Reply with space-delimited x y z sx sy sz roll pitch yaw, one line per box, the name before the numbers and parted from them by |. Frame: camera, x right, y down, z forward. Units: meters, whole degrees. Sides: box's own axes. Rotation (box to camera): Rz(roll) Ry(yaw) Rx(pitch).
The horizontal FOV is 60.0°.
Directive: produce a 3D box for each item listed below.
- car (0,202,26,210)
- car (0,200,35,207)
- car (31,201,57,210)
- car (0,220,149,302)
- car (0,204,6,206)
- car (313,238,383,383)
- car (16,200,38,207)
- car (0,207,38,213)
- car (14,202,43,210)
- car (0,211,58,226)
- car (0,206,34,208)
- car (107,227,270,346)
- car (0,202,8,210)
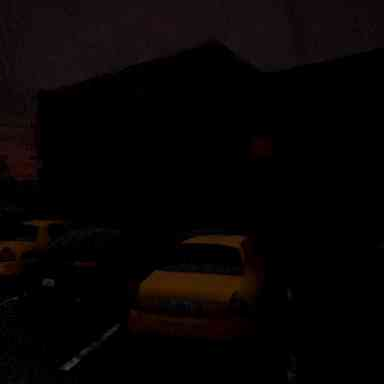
car | -34.310 2.608 62.664 5.366 1.575 1.946 0 -2 15
car | -24.380 2.291 44.579 5.366 1.575 1.946 2 -2 15
car | -30.290 2.691 68.206 4.553 1.767 2.185 0 -2 15
car | -1.885 1.486 8.288 2.097 1.535 5.008 0 -1 15
car | -11.524 1.487 15.173 2.231 1.521 4.892 1 -1 16
car | 2.928 1.516 4.823 2.163 1.488 4.792 1 -1 15
car | -22.792 2.145 47.106 5.566 2.045 2.435 1 -1 15
car | -6.712 1.486 11.732 2.097 1.535 5.008 1 -1 16
car | -32.167 2.743 65.403 4.792 1.488 2.163 0 -2 15
car | -4.255 1.485 10.190 1.946 1.575 5.366 0 -1 16
car | -9.111 1.515 13.477 2.163 1.488 4.792 0 -1 16
car | 0.561 1.486 6.751 1.946 1.575 5.366 0 -1 16
car | -36.060 2.509 59.833 4.892 1.521 2.231 0 -2 15
